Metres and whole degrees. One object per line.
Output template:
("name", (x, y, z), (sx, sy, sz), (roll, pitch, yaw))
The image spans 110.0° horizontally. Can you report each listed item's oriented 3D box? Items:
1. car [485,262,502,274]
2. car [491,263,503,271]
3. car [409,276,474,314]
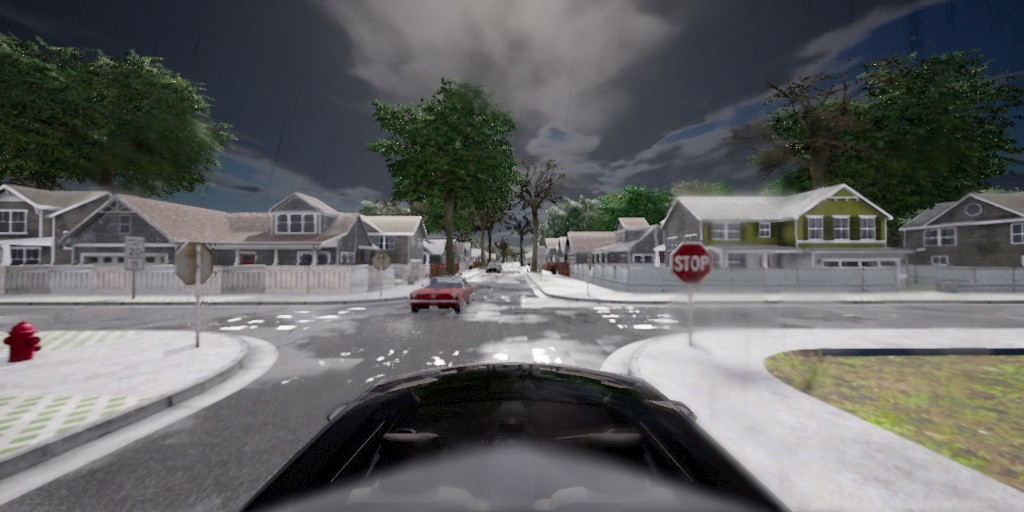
("car", (-2.750, 1.701, 52.817), (2.097, 1.767, 4.553), (0, -1, 0))
("car", (-2.751, 1.996, 65.280), (1.994, 1.385, 4.181), (0, -1, 0))
("car", (-2.750, 1.509, 14.788), (1.895, 1.301, 4.718), (0, -1, 0))
